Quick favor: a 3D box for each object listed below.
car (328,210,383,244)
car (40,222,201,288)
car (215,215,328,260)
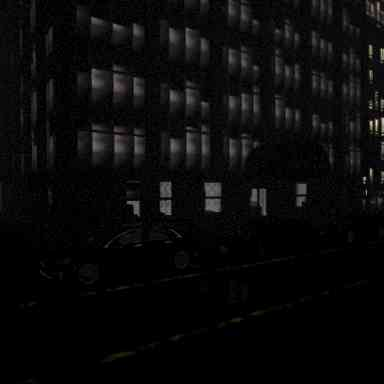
[{"bbox_3d":[7.474,1.541,15.764,4.507,1.381,1.887,0,-1,-35],"label":"car"},{"bbox_3d":[-1.780,1.549,9.163,4.403,1.369,2.008,0,-1,-35],"label":"car"},{"bbox_3d":[2.847,1.563,12.463,4.313,1.339,1.947,0,-1,-35],"label":"car"}]
